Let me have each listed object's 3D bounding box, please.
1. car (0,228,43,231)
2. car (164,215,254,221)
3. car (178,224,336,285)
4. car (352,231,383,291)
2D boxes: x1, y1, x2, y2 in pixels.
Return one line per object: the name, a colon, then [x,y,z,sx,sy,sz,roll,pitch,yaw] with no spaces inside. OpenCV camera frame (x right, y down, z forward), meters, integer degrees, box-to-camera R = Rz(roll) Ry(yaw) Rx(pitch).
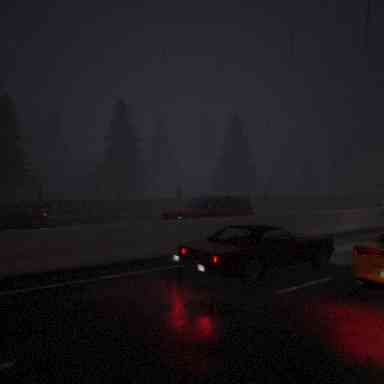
car: [-10.380,1.345,18.084,4.553,1.767,2.097,0,0,-35]
car: [0.894,1.191,17.525,5.566,2.045,2.150,0,0,-36]
car: [2.036,1.580,9.498,4.718,1.301,1.895,0,0,-36]
car: [5.792,1.451,7.877,5.008,1.535,1.882,0,0,-36]
